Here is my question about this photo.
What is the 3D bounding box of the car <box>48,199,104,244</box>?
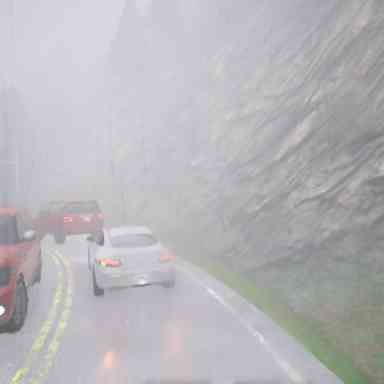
[{"bbox_3d":[-6.507,1.418,17.416,2.150,2.045,5.566,-3,1,-39],"label":"car"}]

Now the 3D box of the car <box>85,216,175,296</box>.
[{"bbox_3d":[-1.764,1.589,8.906,1.812,1.442,4.674,-1,0,-19],"label":"car"}]

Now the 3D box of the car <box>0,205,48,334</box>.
[{"bbox_3d":[-4.469,1.337,6.904,2.150,2.045,5.566,-1,-1,-19],"label":"car"}]
